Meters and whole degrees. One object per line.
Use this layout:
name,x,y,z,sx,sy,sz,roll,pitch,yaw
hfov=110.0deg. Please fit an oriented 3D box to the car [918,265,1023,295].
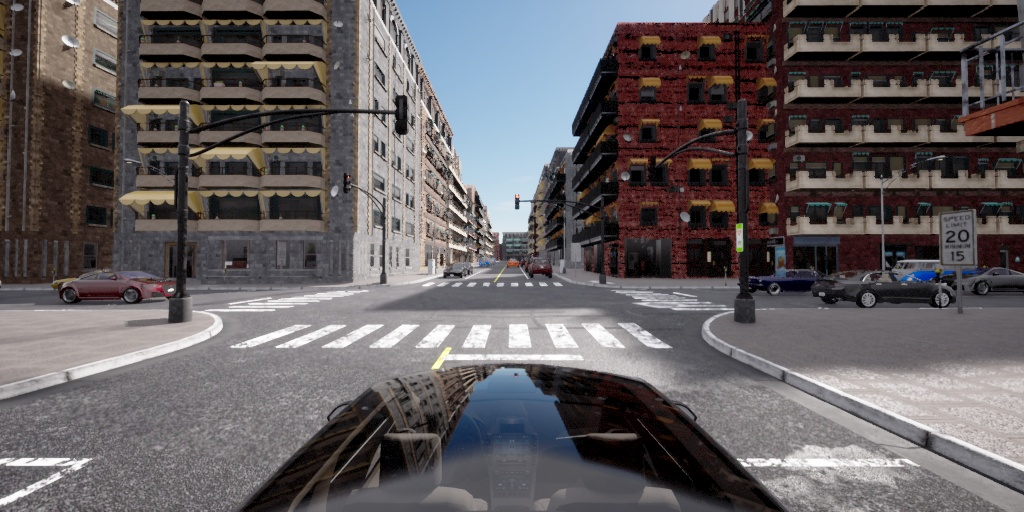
car,24.582,1.287,18.768,4.181,1.385,1.994,0,-1,0

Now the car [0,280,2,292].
car,-26.676,1.027,16.022,5.566,2.045,2.150,0,-1,0

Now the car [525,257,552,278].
car,2.612,1.076,33.689,2.192,1.841,5.009,0,0,0

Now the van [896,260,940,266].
van,24.931,1.115,21.216,3.998,1.789,1.690,0,0,0

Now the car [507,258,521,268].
car,0.186,1.176,63.723,2.097,1.767,4.553,0,0,0

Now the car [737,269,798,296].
car,14.576,1.347,18.804,4.718,1.301,1.895,0,-1,-2

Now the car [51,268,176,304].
car,-17.187,1.339,15.978,4.181,1.385,1.994,0,-1,0

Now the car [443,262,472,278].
car,-5.269,1.328,33.655,1.948,1.339,4.313,0,0,0

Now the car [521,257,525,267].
car,2.628,1.086,44.812,2.192,1.841,5.009,0,0,0

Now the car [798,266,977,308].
car,13.762,1.185,13.380,4.403,1.370,2.007,0,0,0
